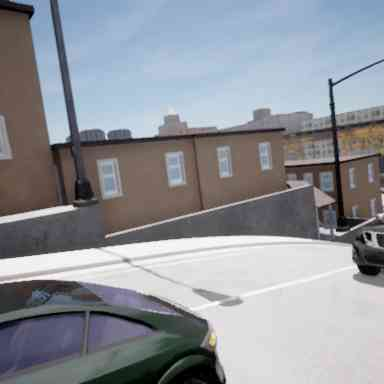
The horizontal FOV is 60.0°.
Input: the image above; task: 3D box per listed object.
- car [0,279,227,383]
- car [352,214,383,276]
[{"bbox_3d":[-1.720,1.566,2.782,4.181,1.385,1.994,-1,0,-37],"label":"car"},{"bbox_3d":[6.580,1.220,8.968,5.566,2.045,2.150,4,-2,-37],"label":"car"}]
